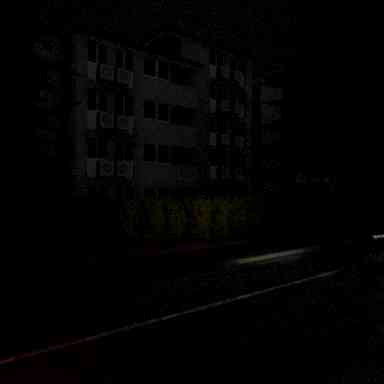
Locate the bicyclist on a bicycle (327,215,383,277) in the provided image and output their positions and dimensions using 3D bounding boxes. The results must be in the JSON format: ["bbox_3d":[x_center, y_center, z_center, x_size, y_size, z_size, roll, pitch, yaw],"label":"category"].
[{"bbox_3d":[4.455,1.455,9.163,0.582,1.620,1.656,0,-2,-37],"label":"bicyclist on a bicycle"}]
